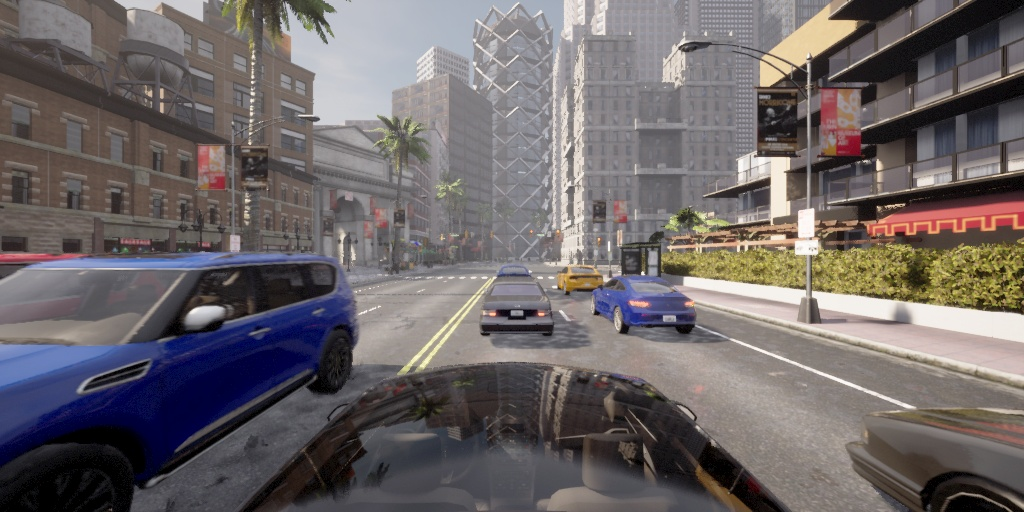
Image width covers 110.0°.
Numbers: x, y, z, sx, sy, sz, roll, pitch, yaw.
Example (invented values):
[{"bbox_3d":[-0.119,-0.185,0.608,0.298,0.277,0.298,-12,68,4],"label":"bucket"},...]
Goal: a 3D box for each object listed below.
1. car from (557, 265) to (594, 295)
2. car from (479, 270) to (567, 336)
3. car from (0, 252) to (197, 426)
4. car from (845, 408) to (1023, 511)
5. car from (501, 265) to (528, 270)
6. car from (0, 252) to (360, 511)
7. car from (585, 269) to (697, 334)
[{"bbox_3d":[3.615,1.228,19.661,1.882,1.535,5.008,0,0,0],"label":"car"},{"bbox_3d":[0.108,1.297,10.375,2.033,1.411,5.357,0,0,0],"label":"car"},{"bbox_3d":[-7.097,0.971,4.061,2.150,2.045,5.566,0,0,0],"label":"car"},{"bbox_3d":[3.662,1.298,0.389,2.033,1.411,5.357,0,0,-1],"label":"car"},{"bbox_3d":[0.116,1.228,20.161,1.882,1.535,5.008,0,0,0],"label":"car"},{"bbox_3d":[-3.598,0.971,3.741,2.150,2.045,5.566,0,0,0],"label":"car"},{"bbox_3d":[3.620,1.276,10.549,1.812,1.442,4.674,0,0,0],"label":"car"}]
